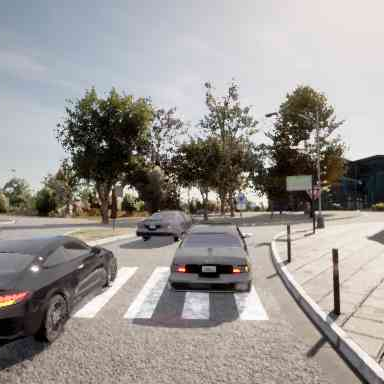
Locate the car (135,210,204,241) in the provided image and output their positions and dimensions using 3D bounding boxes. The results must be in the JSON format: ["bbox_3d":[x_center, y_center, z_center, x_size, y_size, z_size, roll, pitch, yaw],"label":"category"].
[{"bbox_3d":[-1.038,1.664,17.061,2.033,1.411,5.357,-1,-2,16],"label":"car"}]

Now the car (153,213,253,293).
[{"bbox_3d":[0.599,1.543,8.979,2.033,1.411,5.357,-1,0,6],"label":"car"}]

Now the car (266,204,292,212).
[{"bbox_3d":[19.209,3.633,73.497,5.566,2.045,2.150,-4,-6,41],"label":"car"}]

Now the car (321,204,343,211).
[{"bbox_3d":[24.899,2.878,59.654,1.837,1.490,4.892,2,-5,-15],"label":"car"}]

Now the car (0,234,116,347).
[{"bbox_3d":[-2.878,1.540,6.361,1.812,1.442,4.674,0,0,3],"label":"car"}]
